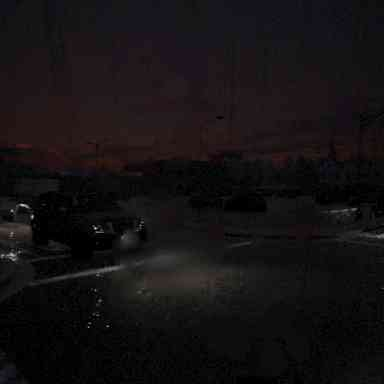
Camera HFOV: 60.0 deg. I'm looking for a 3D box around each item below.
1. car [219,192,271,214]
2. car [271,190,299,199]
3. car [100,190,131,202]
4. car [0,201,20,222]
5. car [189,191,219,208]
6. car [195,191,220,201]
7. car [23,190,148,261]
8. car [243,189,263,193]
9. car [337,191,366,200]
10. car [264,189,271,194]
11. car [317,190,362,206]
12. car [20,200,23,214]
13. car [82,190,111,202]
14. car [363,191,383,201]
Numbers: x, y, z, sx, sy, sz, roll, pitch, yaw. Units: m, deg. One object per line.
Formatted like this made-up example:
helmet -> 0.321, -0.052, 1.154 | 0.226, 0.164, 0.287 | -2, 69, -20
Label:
car -> 4.499, 1.029, 28.481 | 1.845, 1.501, 3.633 | 0, 1, -44
car -> 19.116, 0.354, 67.189 | 1.932, 1.855, 4.605 | 0, 1, -44
car -> -11.392, 0.548, 49.399 | 2.152, 1.636, 5.027 | 0, 1, -44
car -> -12.907, 1.196, 21.129 | 1.895, 1.301, 4.718 | 0, 1, -45
car -> 1.481, 0.909, 35.886 | 1.970, 1.475, 3.806 | 0, 1, -44
car -> 2.457, 0.629, 52.122 | 1.845, 1.501, 3.633 | 0, 1, -44
car -> -3.929, 1.029, 12.029 | 2.150, 2.045, 5.566 | 0, 1, -45
car -> 9.668, 0.579, 59.041 | 2.007, 1.523, 4.514 | 0, 1, -44
car -> 31.063, 0.699, 64.825 | 2.007, 1.523, 4.514 | 0, 1, -44
car -> 16.007, 0.194, 75.127 | 1.905, 1.878, 3.866 | 0, 1, -44
car -> 17.952, 0.701, 41.302 | 1.932, 1.855, 4.605 | 0, 1, -44
car -> -11.966, 1.034, 25.476 | 2.128, 1.511, 4.902 | 0, 1, -45
car -> -13.610, 0.567, 47.180 | 2.007, 1.523, 4.514 | 0, 1, -44
car -> 28.947, 0.705, 52.517 | 2.152, 1.636, 5.027 | 0, 1, -44
